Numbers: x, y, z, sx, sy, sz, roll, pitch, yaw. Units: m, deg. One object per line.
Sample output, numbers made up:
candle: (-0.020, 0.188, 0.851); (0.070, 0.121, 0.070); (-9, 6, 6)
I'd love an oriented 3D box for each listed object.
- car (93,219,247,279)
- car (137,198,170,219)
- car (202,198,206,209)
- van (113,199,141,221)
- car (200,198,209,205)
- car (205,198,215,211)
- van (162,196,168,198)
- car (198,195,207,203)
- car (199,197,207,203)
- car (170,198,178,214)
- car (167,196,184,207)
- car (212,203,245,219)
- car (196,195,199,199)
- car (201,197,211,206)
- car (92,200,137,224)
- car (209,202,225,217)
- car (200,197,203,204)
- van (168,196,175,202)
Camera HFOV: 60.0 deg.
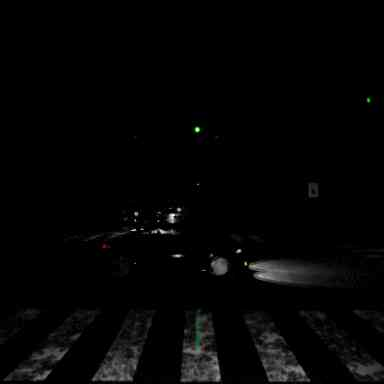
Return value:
car: (-0.507, 1.639, 9.816); (4.181, 1.385, 1.994); (0, 0, 0)
car: (-3.094, 1.549, 24.979); (2.097, 1.767, 4.553); (0, -1, 0)
car: (2.769, 1.930, 46.043); (1.802, 1.307, 4.206); (0, 0, 0)
van: (-5.758, 1.573, 29.805); (1.690, 1.788, 3.998); (0, 0, 0)
car: (2.773, 2.050, 73.315); (1.752, 1.417, 4.829); (0, 0, 0)
car: (2.768, 1.711, 35.204); (1.967, 1.590, 4.097); (0, 0, 0)
van: (-5.752, 1.865, 73.167); (1.690, 1.788, 3.998); (0, 0, 0)
car: (2.772, 1.770, 62.306); (2.192, 1.841, 5.009); (0, 0, 0)
car: (2.774, 2.031, 83.986); (1.967, 1.590, 4.097); (0, 0, 0)
car: (-3.083, 1.814, 40.732); (1.837, 1.490, 4.892); (0, 0, 0)
car: (-2.994, 1.926, 59.518); (1.882, 1.535, 5.008); (0, -1, 0)
car: (2.766, 1.757, 24.363); (1.947, 1.339, 4.313); (0, 0, 0)
car: (2.774, 1.872, 78.566); (2.192, 1.841, 5.009); (0, 0, 0)
car: (2.770, 1.929, 51.464); (1.887, 1.381, 4.507); (0, 0, 0)
car: (-5.758, 1.506, 24.385); (2.192, 1.841, 5.009); (0, 0, 0)
car: (2.767, 1.814, 29.782); (1.802, 1.307, 4.206); (0, 0, 0)
car: (2.771, 1.986, 56.884); (1.947, 1.339, 4.313); (0, 0, 0)
van: (-5.749, 1.995, 94.848); (1.690, 1.788, 3.998); (0, 0, 0)
